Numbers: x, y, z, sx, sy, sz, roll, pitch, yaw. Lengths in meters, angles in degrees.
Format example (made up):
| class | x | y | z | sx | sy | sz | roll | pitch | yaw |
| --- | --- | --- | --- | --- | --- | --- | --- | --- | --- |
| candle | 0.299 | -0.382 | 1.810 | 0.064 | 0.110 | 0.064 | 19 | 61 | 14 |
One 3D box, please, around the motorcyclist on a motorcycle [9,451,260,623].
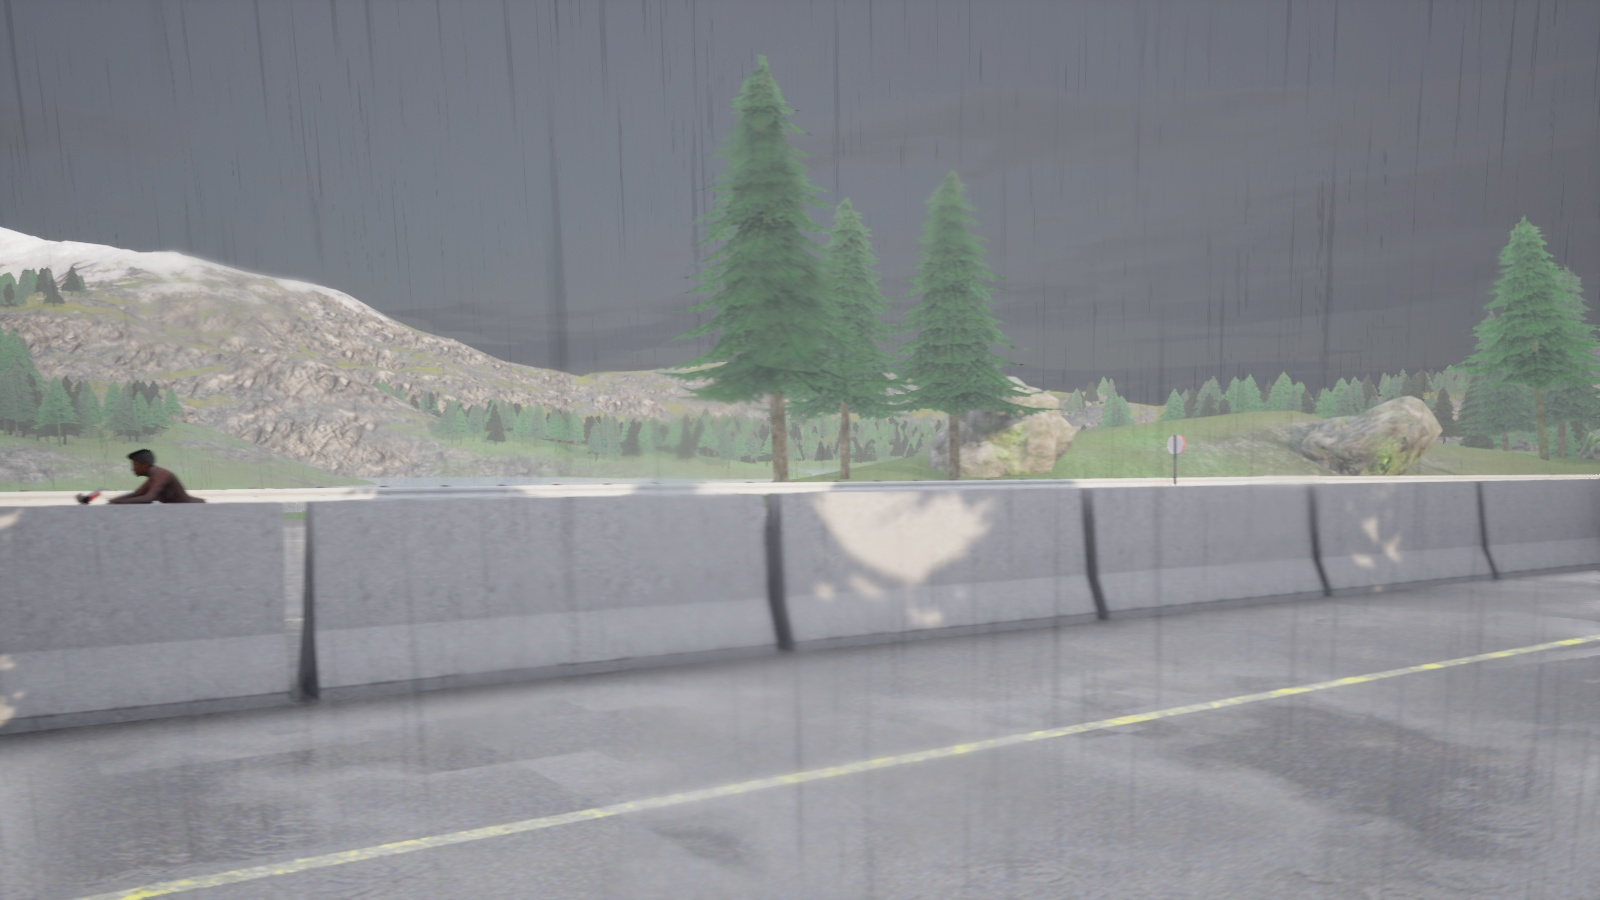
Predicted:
| class | x | y | z | sx | sy | sz | roll | pitch | yaw |
| --- | --- | --- | --- | --- | --- | --- | --- | --- | --- |
| motorcyclist on a motorcycle | -6.352 | 0.772 | 12.030 | 2.044 | 1.523 | 0.797 | 0 | 0 | -35 |
